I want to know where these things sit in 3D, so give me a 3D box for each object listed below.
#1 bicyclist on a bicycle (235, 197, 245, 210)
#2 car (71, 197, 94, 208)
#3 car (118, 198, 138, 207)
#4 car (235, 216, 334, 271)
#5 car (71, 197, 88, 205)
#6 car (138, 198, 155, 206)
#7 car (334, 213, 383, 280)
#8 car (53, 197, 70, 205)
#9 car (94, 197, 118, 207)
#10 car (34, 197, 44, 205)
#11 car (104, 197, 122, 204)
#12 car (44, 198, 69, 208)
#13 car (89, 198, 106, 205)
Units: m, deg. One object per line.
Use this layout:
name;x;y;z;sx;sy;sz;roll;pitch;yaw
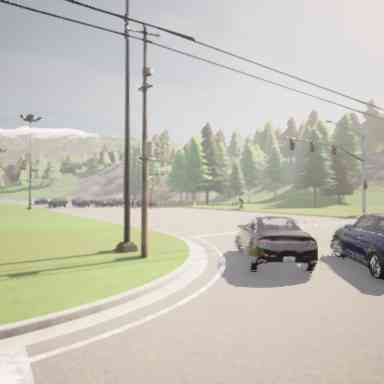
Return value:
bicyclist on a bicycle;6.314;1.497;43.594;1.656;1.620;0.582;0;0;-34
car;-17.820;1.725;53.425;1.812;1.442;4.674;0;-1;-34
car;-11.731;1.715;56.917;2.128;1.511;4.902;0;0;-34
car;2.627;1.543;11.056;2.128;1.511;4.902;1;0;2
car;-22.463;1.723;66.345;1.882;1.535;5.008;0;0;-34
car;-8.054;1.794;57.729;1.994;1.385;4.181;0;0;-34
car;5.956;1.405;10.151;2.097;1.767;4.553;0;0;6
car;-25.321;1.780;64.363;2.033;1.411;5.357;0;0;-34
car;-14.422;1.809;54.648;1.895;1.301;4.718;0;0;-34
car;-28.188;1.746;62.453;1.812;1.442;4.674;0;0;-34
car;-16.789;1.812;70.447;2.033;1.411;5.357;0;0;-34
car;-21.055;1.677;51.967;2.128;1.511;4.902;0;0;-34
car;-19.454;1.853;68.138;1.895;1.301;4.718;0;0;-34
